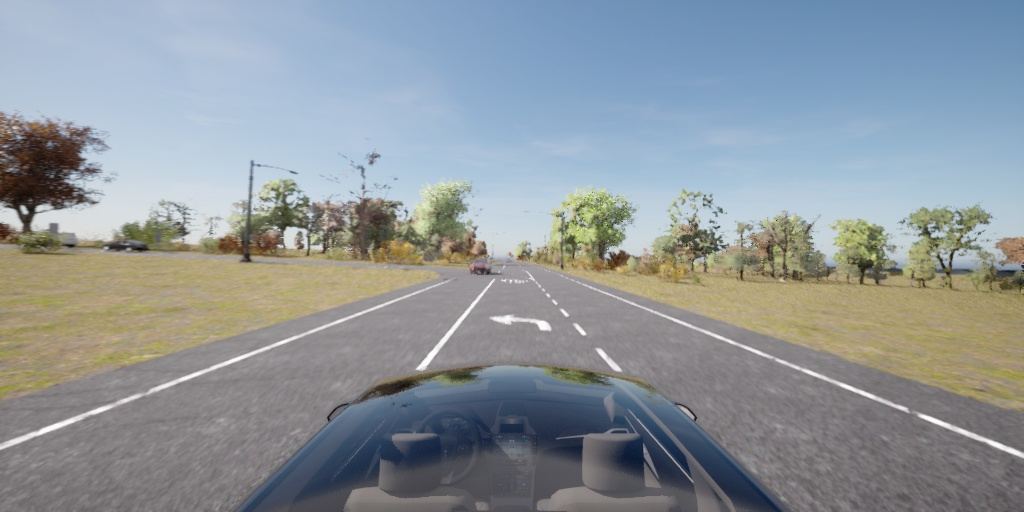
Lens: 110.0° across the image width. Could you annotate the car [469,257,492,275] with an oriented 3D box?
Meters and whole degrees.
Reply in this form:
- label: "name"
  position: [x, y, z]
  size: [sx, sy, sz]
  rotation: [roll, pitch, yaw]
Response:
- label: "car"
  position: [-3.231, 0.968, 37.762]
  size: [2.097, 1.767, 4.553]
  rotation: [2, 2, 0]
